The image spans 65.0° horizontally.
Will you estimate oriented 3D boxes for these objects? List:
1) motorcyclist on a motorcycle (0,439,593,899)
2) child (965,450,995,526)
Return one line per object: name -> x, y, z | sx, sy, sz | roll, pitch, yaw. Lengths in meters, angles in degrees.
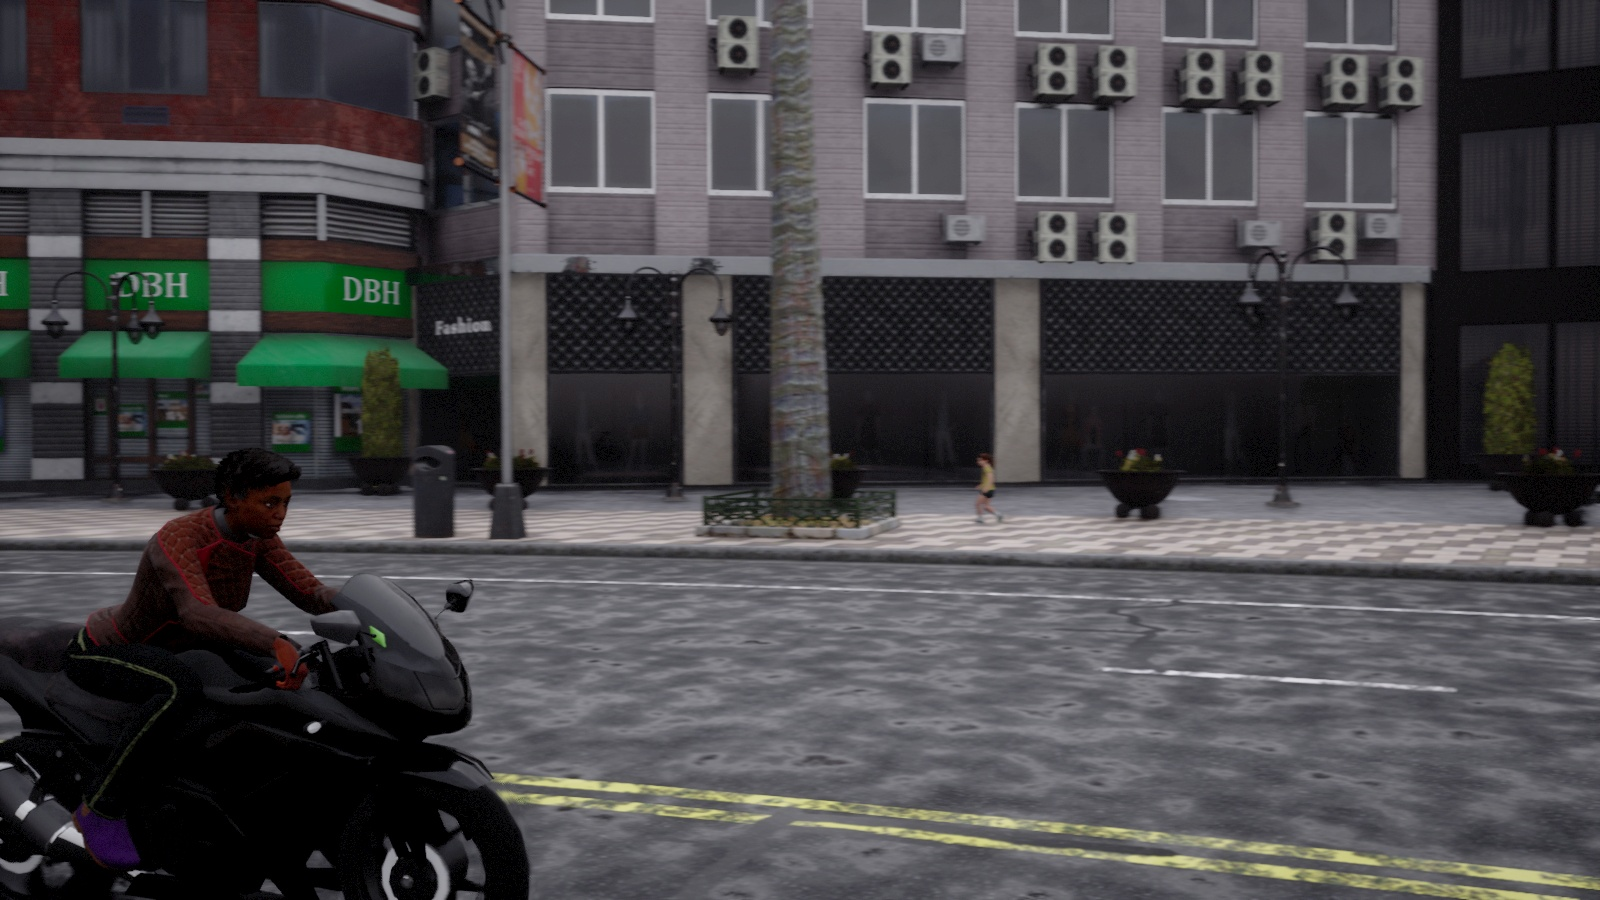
motorcyclist on a motorcycle -> -1.732, 0.738, 3.772 | 2.044, 1.523, 0.797 | 0, 1, 15
child -> 2.672, 0.556, 18.633 | 0.394, 1.110, 0.255 | 1, 1, 18
